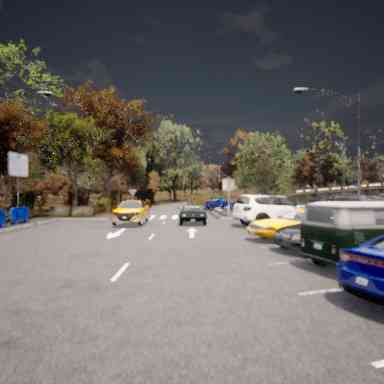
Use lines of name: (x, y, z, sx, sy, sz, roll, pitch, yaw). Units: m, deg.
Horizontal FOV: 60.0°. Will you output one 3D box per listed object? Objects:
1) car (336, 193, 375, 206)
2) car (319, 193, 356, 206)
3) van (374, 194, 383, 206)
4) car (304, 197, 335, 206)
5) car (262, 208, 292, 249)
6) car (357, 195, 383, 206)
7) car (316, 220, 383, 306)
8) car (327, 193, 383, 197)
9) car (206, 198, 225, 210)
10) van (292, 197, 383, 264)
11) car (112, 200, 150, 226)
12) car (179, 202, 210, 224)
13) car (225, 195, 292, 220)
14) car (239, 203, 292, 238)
car: (27.001, 1.225, 55.035, 2.435, 2.045, 5.566, 1, -1, -22)
car: (23.941, 1.224, 54.997, 2.435, 2.045, 5.566, 0, -1, -21)
van: (32.977, 1.255, 55.320, 1.878, 1.987, 4.442, 0, -1, -22)
car: (20.918, 1.504, 54.913, 2.163, 1.488, 4.792, 0, -1, -21)
car: (5.375, 1.518, 12.815, 4.674, 1.452, 2.002, 1, 0, -20)
car: (29.997, 1.353, 55.166, 2.185, 1.767, 4.553, 1, -1, -22)
car: (5.364, 1.481, 6.812, 5.008, 1.535, 2.097, 1, 0, -20)
car: (18.331, 1.225, 37.850, 2.435, 2.045, 5.566, 0, 1, -21)
car: (3.898, 1.460, 41.250, 5.008, 1.535, 1.882, 0, -1, -40)
van: (5.483, 1.256, 9.857, 4.442, 1.987, 1.878, 1, 0, -20)
car: (-4.051, 1.272, 22.495, 1.882, 1.535, 5.008, 0, 0, 0)
car: (0.058, 1.588, 24.341, 1.895, 1.301, 4.718, 0, 0, 0)
car: (5.376, 1.223, 21.849, 5.566, 2.045, 2.435, 1, 0, -20)
car: (5.191, 1.472, 15.756, 5.366, 1.575, 1.946, 1, 0, -20)
